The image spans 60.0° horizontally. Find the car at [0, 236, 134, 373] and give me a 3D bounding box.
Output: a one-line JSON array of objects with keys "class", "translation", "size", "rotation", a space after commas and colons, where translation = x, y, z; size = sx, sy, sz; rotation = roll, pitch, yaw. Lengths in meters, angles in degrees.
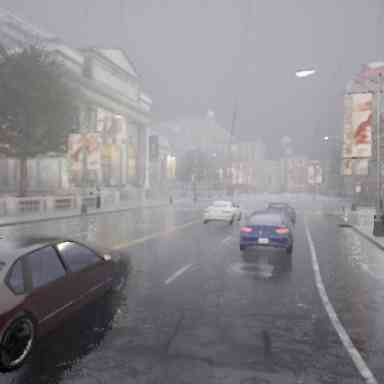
[{"class": "car", "translation": [-2.739, 1.466, 5.569], "size": [2.033, 1.411, 5.357], "rotation": [0, 1, 11]}]

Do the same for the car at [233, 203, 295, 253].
[{"class": "car", "translation": [2.995, 1.399, 13.057], "size": [1.812, 1.442, 4.674], "rotation": [1, 1, 17]}]

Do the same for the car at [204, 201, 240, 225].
[{"class": "car", "translation": [2.066, 1.296, 21.870], "size": [1.812, 1.442, 4.674], "rotation": [1, 1, 17]}]
